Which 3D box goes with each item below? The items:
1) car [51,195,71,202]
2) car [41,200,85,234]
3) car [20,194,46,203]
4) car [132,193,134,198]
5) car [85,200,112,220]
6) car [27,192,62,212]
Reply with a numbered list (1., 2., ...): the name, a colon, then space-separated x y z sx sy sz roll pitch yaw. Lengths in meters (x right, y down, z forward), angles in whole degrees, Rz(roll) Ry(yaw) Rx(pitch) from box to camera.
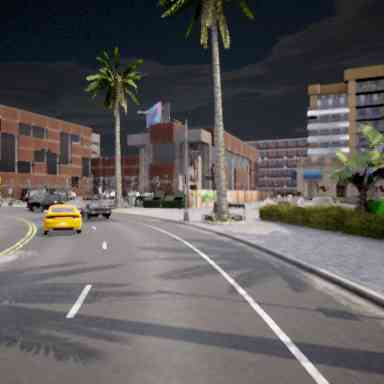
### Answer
1. car: -29.238 1.480 74.324 4.193 1.474 1.816 0 0 23
2. car: -7.628 1.497 19.571 1.882 1.535 5.008 0 0 -22
3. car: -32.193 1.326 67.323 4.553 1.767 2.185 0 0 23
4. car: -12.297 1.479 71.225 4.674 1.452 2.002 0 0 23
5. car: -8.527 1.627 28.473 1.895 1.301 4.718 0 0 -33
6. car: -16.837 1.257 38.128 5.566 2.045 2.150 -1 -1 43
